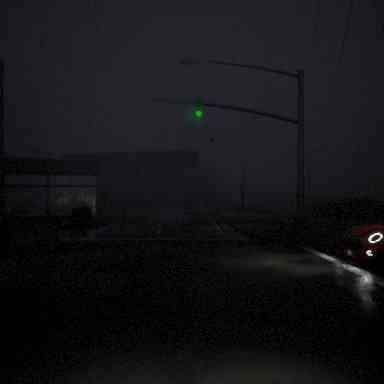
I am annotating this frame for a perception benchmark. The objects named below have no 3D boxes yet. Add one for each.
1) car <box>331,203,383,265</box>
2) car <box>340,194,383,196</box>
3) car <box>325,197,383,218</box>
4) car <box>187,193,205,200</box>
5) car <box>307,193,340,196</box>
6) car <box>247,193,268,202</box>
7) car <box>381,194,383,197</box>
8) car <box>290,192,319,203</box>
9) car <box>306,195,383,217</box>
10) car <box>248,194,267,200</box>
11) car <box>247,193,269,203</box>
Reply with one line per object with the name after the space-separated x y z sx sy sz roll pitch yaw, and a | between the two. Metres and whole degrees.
7.256 1.348 10.616 4.553 1.767 2.097 0 0 -1 | car
20.305 1.302 40.017 3.633 1.501 1.845 0 0 -1 | car
12.862 1.329 24.945 4.514 1.523 2.007 0 0 -1 | car
1.268 1.124 88.186 4.553 1.767 2.097 0 0 -1 | car
20.228 1.276 50.010 4.514 1.523 2.007 0 0 -1 | car
12.885 1.048 65.666 3.866 1.878 1.905 0 0 -1 | car
37.811 1.203 65.955 3.806 1.475 1.970 0 0 -1 | car
20.792 1.070 62.474 4.605 1.855 1.932 0 0 -1 | car
12.773 1.318 28.081 5.027 1.636 2.152 0 0 -1 | car
17.287 1.293 88.334 4.674 1.442 1.812 0 0 -1 | car
12.313 1.333 62.335 3.806 1.475 1.970 0 0 -1 | car
